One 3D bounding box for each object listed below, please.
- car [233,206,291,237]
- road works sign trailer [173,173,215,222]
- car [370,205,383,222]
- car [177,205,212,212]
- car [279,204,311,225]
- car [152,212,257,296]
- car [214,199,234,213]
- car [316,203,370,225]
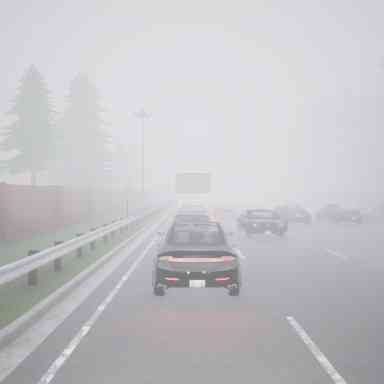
[{"bbox_3d":[3.595,1.600,17.950,1.895,1.301,4.718,0,0,0],"label":"car"},{"bbox_3d":[0.065,0.464,22.968,2.380,3.560,2.880,0,0,-2],"label":"road works sign trailer"},{"bbox_3d":[14.094,1.600,23.979,1.895,1.301,4.718,0,0,0],"label":"car"},{"bbox_3d":[0.096,1.473,19.048,1.882,1.535,5.008,0,0,4],"label":"car"},{"bbox_3d":[7.094,1.563,24.220,1.994,1.385,4.181,0,0,0],"label":"car"},{"bbox_3d":[0.098,1.491,8.621,2.128,1.511,4.902,0,0,0],"label":"car"},{"bbox_3d":[3.592,1.525,36.375,1.812,1.442,4.674,0,0,0],"label":"car"},{"bbox_3d":[10.594,1.525,24.086,1.812,1.442,4.674,0,0,0],"label":"car"}]
